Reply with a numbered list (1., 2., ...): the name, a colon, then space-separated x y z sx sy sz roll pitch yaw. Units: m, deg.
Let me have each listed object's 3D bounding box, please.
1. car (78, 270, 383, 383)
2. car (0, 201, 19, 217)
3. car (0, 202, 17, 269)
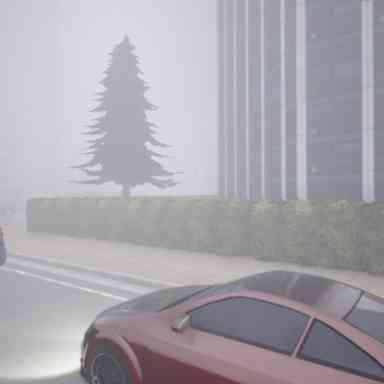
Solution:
1. car: 0.728 1.571 3.474 4.181 1.385 1.994 0 0 35
2. car: -20.064 1.748 33.021 1.837 1.490 4.892 0 0 35
3. car: -7.313 1.283 9.175 5.566 2.045 2.150 0 0 36
